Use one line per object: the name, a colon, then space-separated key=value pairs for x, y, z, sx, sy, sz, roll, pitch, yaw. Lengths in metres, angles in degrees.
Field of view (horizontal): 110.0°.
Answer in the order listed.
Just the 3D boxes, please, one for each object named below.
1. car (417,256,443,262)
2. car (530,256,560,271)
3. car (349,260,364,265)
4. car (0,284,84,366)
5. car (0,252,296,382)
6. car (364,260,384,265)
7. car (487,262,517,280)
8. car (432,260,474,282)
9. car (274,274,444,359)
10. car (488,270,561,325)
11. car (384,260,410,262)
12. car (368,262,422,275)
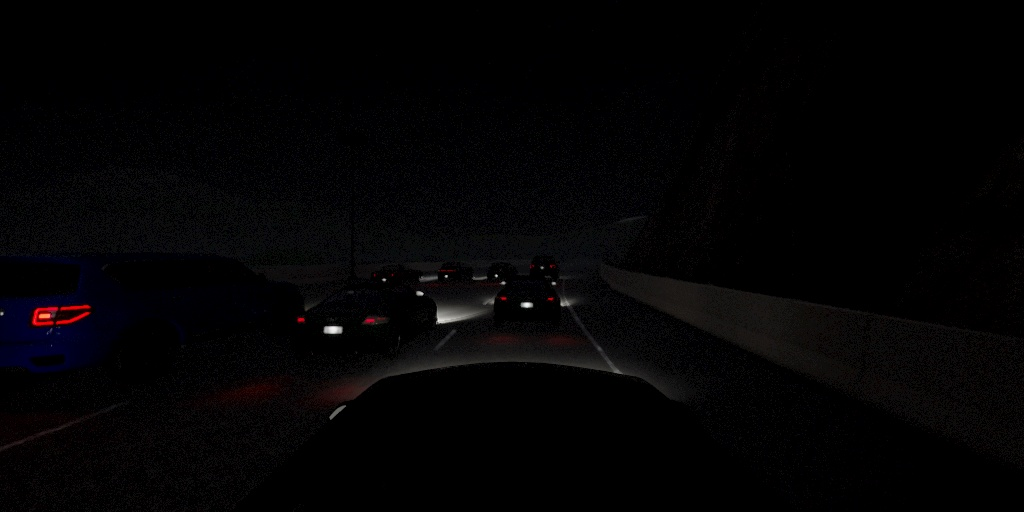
car: x=-12.686 y=0.965 z=55.690 sx=2.150 sy=2.045 sz=5.566 roll=0 pitch=0 yaw=18
car: x=2.795 y=0.994 z=30.183 sx=2.150 sy=2.045 sz=5.566 roll=0 pitch=0 yaw=10
car: x=-23.559 y=1.281 z=55.957 sx=1.994 sy=1.385 sz=4.181 roll=0 pitch=0 yaw=16
car: x=-10.263 y=1.289 z=5.648 sx=1.994 sy=1.385 sz=4.181 roll=0 pitch=0 yaw=1
car: x=-6.732 y=0.957 z=7.275 sx=2.150 sy=2.045 sz=5.566 roll=0 pitch=0 yaw=2
car: x=-20.158 y=1.289 z=55.110 sx=1.994 sy=1.385 sz=4.181 roll=0 pitch=0 yaw=17
car: x=-0.779 y=1.268 z=29.948 sx=1.837 sy=1.490 sz=4.892 roll=0 pitch=0 yaw=10
car: x=-4.491 y=1.258 z=29.013 sx=1.837 sy=1.490 sz=4.892 roll=0 pitch=0 yaw=9
car: x=-3.156 y=1.309 z=8.487 sx=1.994 sy=1.385 sz=4.181 roll=0 pitch=0 yaw=2
car: x=0.541 y=1.321 z=11.869 sx=1.994 sy=1.385 sz=4.181 roll=0 pitch=0 yaw=4
car: x=-16.787 y=1.260 z=54.231 sx=1.812 sy=1.442 sz=4.674 roll=0 pitch=0 yaw=17
car: x=-8.416 y=1.342 z=26.694 sx=1.895 sy=1.301 sz=4.718 roll=0 pitch=0 yaw=8
